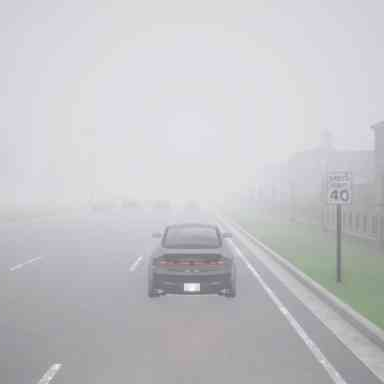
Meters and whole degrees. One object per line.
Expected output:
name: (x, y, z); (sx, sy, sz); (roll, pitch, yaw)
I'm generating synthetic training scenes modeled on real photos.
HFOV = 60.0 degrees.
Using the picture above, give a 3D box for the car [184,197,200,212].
car: (-0.001, 1.542, 39.148); (2.033, 1.411, 5.357); (0, 0, 0)

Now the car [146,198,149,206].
car: (-7.002, 1.557, 49.568); (1.994, 1.385, 4.181); (0, 0, 0)

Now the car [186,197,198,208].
car: (-0.002, 1.519, 49.568); (1.812, 1.442, 4.674); (0, 0, 0)

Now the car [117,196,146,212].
car: (-7.001, 1.472, 39.148); (1.882, 1.535, 5.008); (0, 0, 0)

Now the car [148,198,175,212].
car: (-3.501, 1.486, 39.148); (2.128, 1.511, 4.902); (0, 0, 0)

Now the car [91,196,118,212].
car: (-10.501, 1.559, 39.531); (1.994, 1.385, 4.181); (0, 0, 0)

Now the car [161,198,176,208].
car: (-3.501, 1.594, 49.622); (1.895, 1.301, 4.718); (0, 0, 0)

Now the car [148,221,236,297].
car: (0.000, 1.503, 8.535); (1.837, 1.490, 4.892); (0, 0, 0)
